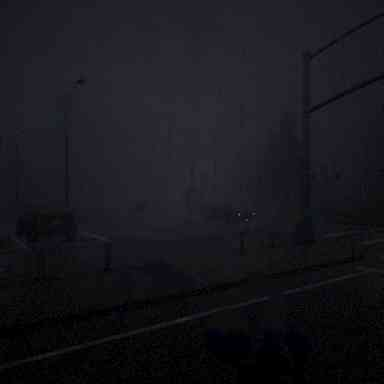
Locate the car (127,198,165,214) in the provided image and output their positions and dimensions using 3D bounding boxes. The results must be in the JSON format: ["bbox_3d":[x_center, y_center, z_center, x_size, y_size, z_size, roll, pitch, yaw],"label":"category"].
[{"bbox_3d":[-4.801,1.599,36.380,2.128,1.511,4.902,0,0,-36],"label":"car"}]

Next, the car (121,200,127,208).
[{"bbox_3d":[-8.385,1.606,47.338,1.882,1.535,5.008,0,0,-36],"label":"car"}]

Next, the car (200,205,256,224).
[{"bbox_3d":[2.752,1.709,26.103,1.895,1.301,4.718,0,0,-36],"label":"car"}]

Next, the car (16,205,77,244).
[{"bbox_3d":[-6.657,1.360,15.101,2.007,1.523,4.514,0,0,-36],"label":"car"}]
